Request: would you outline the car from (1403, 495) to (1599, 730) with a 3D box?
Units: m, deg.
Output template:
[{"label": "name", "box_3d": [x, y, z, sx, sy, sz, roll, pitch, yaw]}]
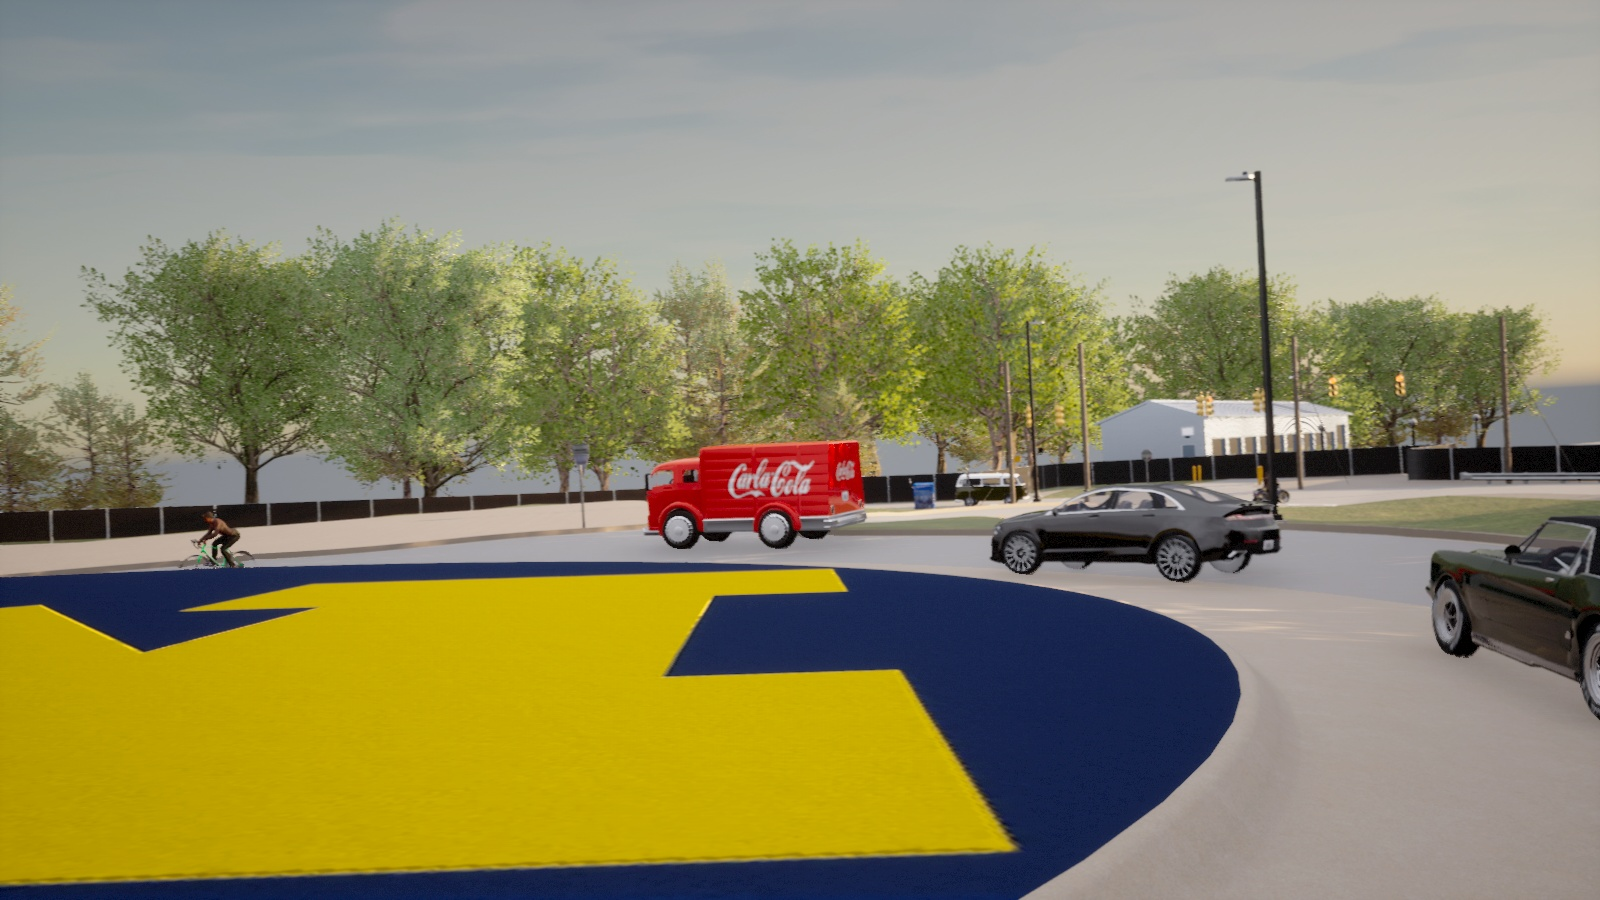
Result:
[{"label": "car", "box_3d": [6.044, 1.087, 8.951, 1.895, 1.301, 4.718, 3, 0, 10]}]

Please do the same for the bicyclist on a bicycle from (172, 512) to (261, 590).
[{"label": "bicyclist on a bicycle", "box_3d": [-13.246, 2.275, 28.516, 1.656, 1.620, 0.582, -3, -2, -40]}]

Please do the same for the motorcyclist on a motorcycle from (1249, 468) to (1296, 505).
[{"label": "motorcyclist on a motorcycle", "box_3d": [22.753, 1.744, 60.480, 2.350, 1.649, 0.766, -3, 1, -30]}]

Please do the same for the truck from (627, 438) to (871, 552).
[{"label": "truck", "box_3d": [-1.235, 1.096, 30.806, 5.204, 2.467, 2.627, -3, 1, 24]}]

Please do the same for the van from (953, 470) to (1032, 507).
[{"label": "van", "box_3d": [11.933, 2.392, 77.713, 4.480, 2.038, 2.069, -2, 1, 17]}]

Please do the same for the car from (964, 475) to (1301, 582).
[{"label": "car", "box_3d": [5.311, 1.240, 20.588, 2.128, 1.511, 4.902, 0, -2, -44]}]
